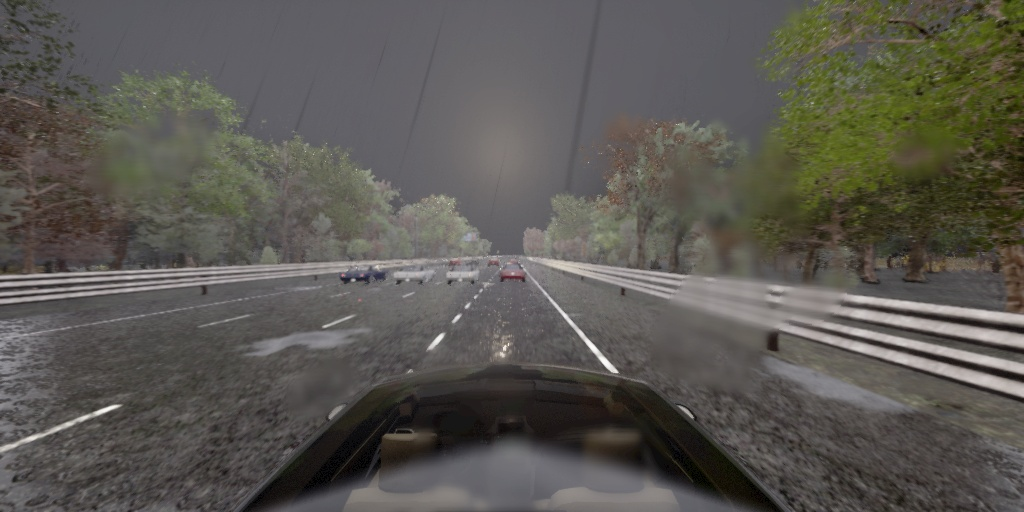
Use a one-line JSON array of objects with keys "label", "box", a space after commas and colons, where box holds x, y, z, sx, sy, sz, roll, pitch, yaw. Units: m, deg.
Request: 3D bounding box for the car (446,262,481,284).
[{"label": "car", "box": [-3.439, 1.302, 26.059, 1.895, 1.301, 4.718, 0, 0, 1]}]

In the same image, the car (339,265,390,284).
[{"label": "car", "box": [-10.441, 1.303, 25.843, 1.895, 1.301, 4.718, 0, 0, 1]}]

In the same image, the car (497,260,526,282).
[{"label": "car", "box": [0.077, 1.261, 28.766, 1.994, 1.385, 4.181, 0, 0, 0]}]

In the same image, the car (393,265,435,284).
[{"label": "car", "box": [-6.939, 1.303, 26.060, 1.895, 1.301, 4.718, 0, 0, 1]}]
